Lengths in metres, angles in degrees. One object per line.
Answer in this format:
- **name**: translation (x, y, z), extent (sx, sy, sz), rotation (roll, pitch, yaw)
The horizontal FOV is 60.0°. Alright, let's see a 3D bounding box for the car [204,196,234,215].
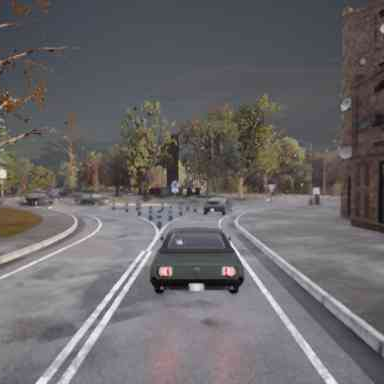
- **car**: translation (2.390, 1.146, 29.242), extent (1.837, 1.490, 4.892), rotation (0, 1, 18)

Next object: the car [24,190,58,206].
- **car**: translation (-18.359, 0.855, 39.668), extent (4.892, 1.490, 1.837), rotation (1, 3, 41)

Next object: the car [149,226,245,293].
- **car**: translation (0.096, 1.551, 8.683), extent (1.895, 1.301, 4.718), rotation (0, 0, 0)

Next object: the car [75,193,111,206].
- **car**: translation (-11.800, 0.886, 39.324), extent (4.674, 1.442, 1.812), rotation (1, 2, 27)

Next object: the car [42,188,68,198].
- **car**: translation (-23.414, 0.166, 57.641), extent (2.097, 1.767, 4.553), rotation (0, 2, 5)
